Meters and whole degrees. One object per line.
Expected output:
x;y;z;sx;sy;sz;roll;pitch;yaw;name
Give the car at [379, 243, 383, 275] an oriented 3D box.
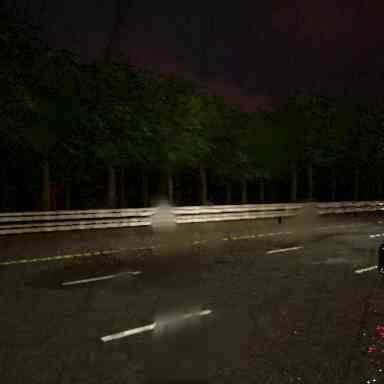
6.732;1.505;8.677;4.892;1.490;1.837;0;0;-36;car
